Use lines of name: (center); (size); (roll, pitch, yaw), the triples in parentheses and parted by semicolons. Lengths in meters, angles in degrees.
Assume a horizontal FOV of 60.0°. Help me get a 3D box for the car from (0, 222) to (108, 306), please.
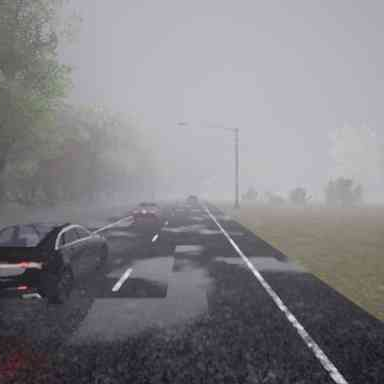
car: (-3.402, 1.459, 7.949); (2.128, 1.511, 4.902); (0, 0, 0)

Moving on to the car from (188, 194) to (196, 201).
car: (0.013, 1.224, 71.759); (1.837, 1.490, 4.892); (0, 0, 0)

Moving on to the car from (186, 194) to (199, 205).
car: (0.106, 1.267, 54.397); (1.882, 1.535, 5.008); (0, 0, 0)

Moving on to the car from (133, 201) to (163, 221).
car: (-3.398, 1.444, 26.128); (2.033, 1.411, 5.357); (0, 0, 0)
